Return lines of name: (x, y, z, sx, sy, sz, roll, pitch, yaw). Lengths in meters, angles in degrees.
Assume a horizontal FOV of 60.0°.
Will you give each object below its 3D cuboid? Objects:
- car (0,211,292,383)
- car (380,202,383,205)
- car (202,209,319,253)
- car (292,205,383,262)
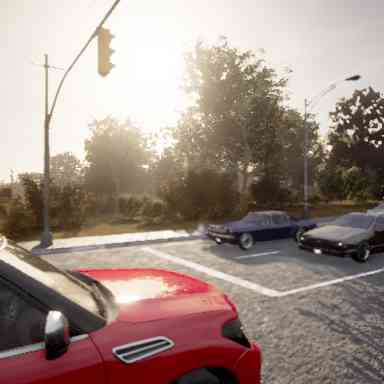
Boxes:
car: (-2.036, 1.217, 2.205, 5.566, 2.045, 2.150, 0, 0, -35)
car: (11.439, 1.201, 18.398, 5.357, 1.411, 2.033, -2, 1, -26)
car: (2.932, 1.500, 13.874, 4.718, 1.301, 1.895, -1, 1, -30)
car: (6.214, 1.421, 11.754, 5.357, 1.411, 2.033, -1, 1, -31)
